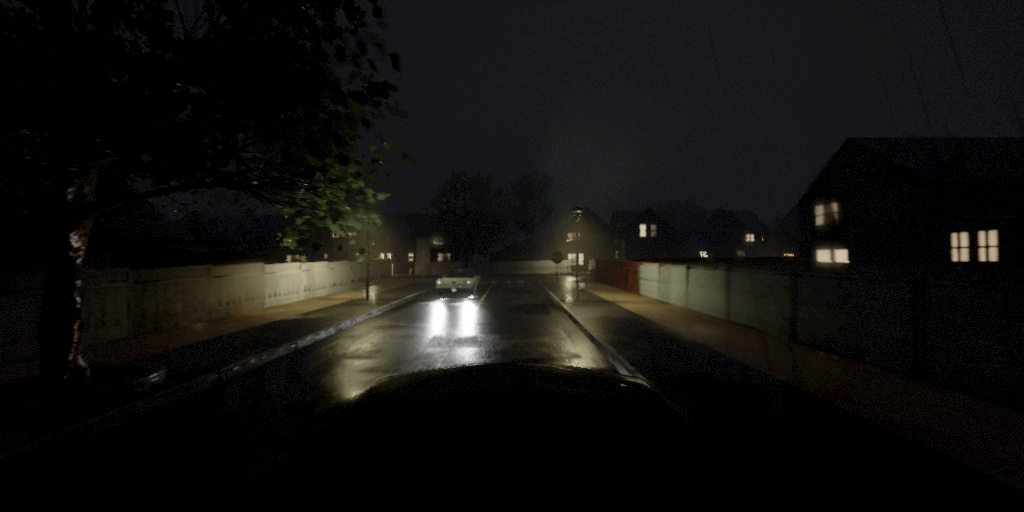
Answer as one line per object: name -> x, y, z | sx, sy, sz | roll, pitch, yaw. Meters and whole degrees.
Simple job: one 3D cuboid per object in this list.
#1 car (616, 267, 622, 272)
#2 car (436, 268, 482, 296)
car -> 11.843, 1.166, 32.345 | 4.718, 1.301, 1.895 | -1, -1, 0
car -> -2.794, 1.354, 19.501 | 1.895, 1.301, 4.718 | 0, 0, 1
